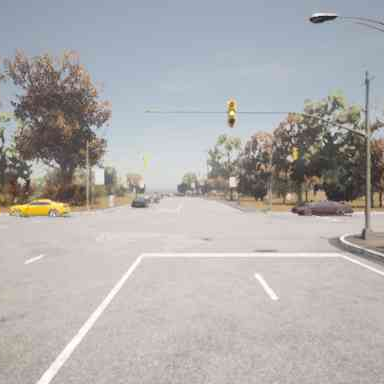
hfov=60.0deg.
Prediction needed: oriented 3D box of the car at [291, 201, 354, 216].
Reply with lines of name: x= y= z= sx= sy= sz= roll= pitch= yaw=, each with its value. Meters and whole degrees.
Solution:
car: x=12.061 y=1.508 z=30.917 sx=5.357 sy=1.411 sz=2.033 roll=0 pitch=0 yaw=-3

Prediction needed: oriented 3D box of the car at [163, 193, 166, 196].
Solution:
car: x=-7.681 y=1.312 z=77.314 sx=1.994 sy=1.385 sz=4.181 roll=0 pitch=0 yaw=-4

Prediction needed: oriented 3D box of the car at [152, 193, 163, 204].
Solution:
car: x=-7.175 y=1.376 z=61.950 sx=2.128 sy=1.511 sz=4.902 roll=0 pitch=0 yaw=-1

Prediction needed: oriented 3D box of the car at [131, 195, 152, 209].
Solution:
car: x=-7.102 y=1.417 z=45.713 sx=1.882 sy=1.535 sz=5.008 roll=0 pitch=0 yaw=0

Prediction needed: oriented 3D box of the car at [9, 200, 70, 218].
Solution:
car: x=-13.446 y=1.441 z=29.474 sx=5.008 sy=1.535 sz=1.882 roll=0 pitch=0 yaw=-3
